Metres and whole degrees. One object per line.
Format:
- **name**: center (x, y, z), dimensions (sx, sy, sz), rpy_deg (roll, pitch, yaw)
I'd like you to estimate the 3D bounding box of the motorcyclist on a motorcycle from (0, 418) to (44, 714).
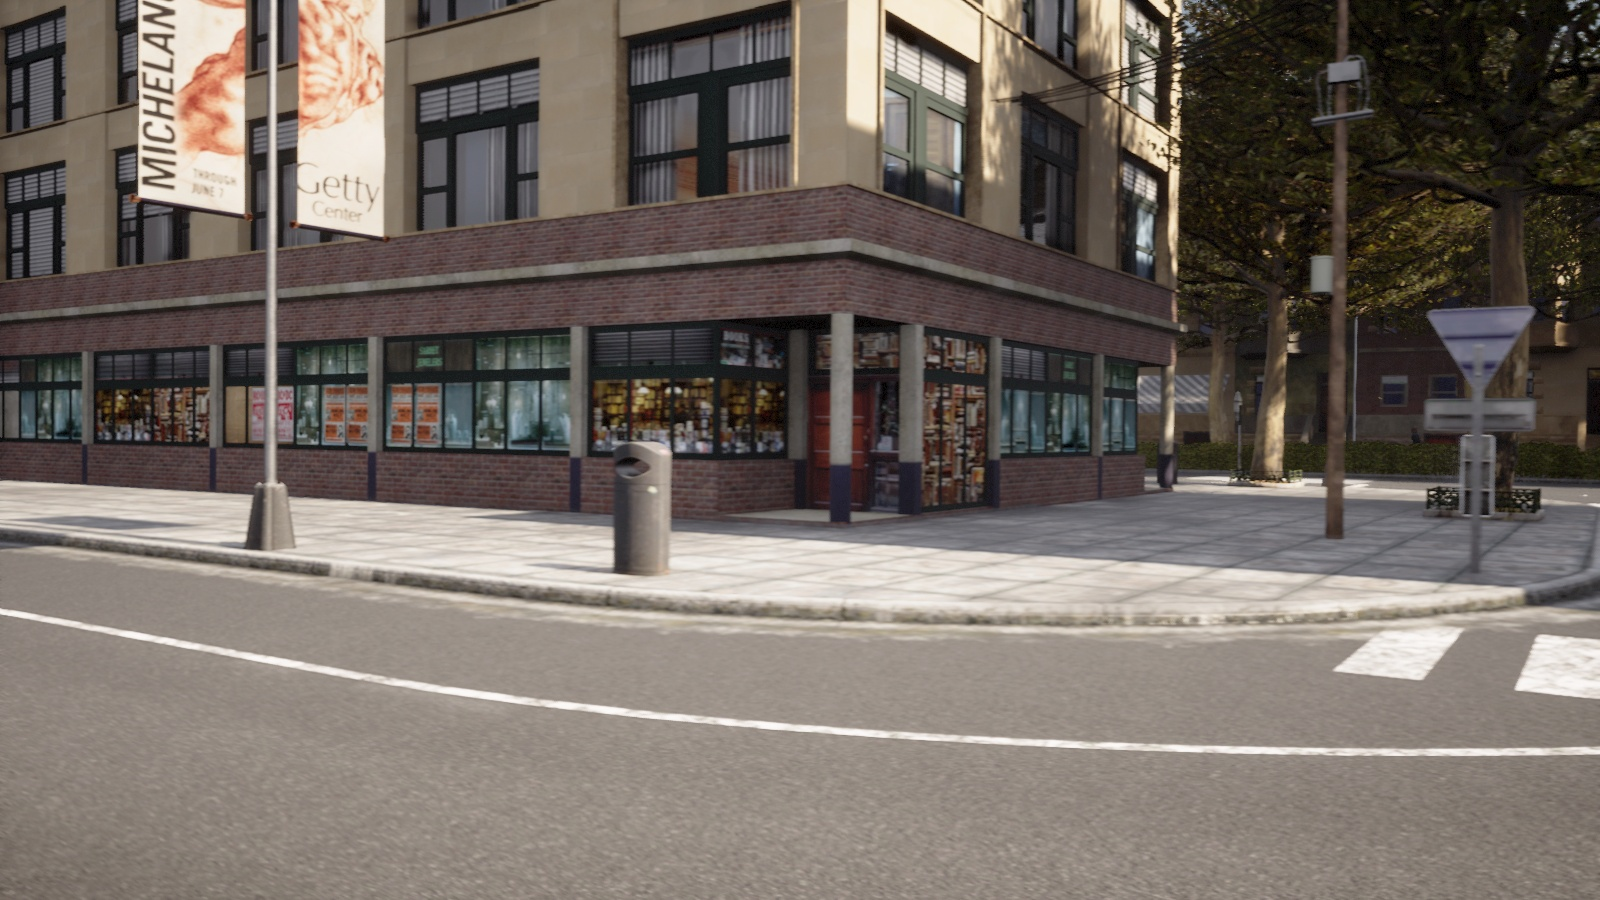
- **motorcyclist on a motorcycle**: center (-5.173, 0.627, 7.059), dimensions (1.817, 1.590, 0.866), rpy_deg (0, 1, 34)
